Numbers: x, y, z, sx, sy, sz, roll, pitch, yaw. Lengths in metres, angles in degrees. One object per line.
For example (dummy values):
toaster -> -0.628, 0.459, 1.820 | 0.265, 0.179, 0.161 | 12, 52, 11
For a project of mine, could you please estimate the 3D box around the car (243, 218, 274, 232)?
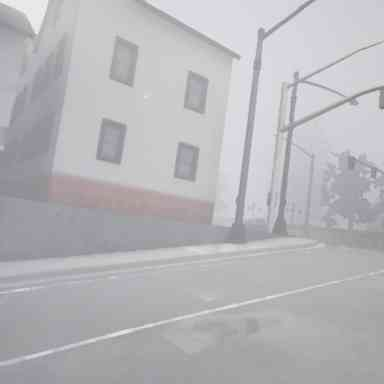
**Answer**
car -> 6.533, 3.191, 30.691 | 1.994, 1.385, 4.181 | 11, -7, -35
